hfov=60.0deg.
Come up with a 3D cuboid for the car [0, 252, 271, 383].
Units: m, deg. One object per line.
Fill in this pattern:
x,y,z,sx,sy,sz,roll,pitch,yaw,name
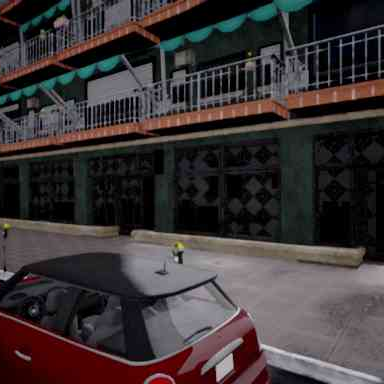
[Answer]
-1.315,1.437,3.812,4.097,1.590,1.967,0,0,35,car
